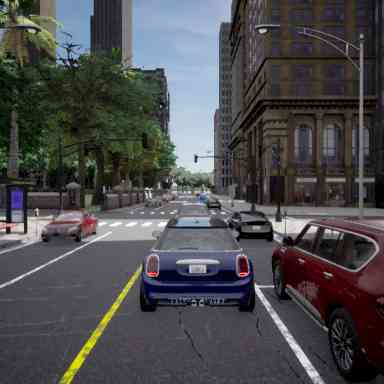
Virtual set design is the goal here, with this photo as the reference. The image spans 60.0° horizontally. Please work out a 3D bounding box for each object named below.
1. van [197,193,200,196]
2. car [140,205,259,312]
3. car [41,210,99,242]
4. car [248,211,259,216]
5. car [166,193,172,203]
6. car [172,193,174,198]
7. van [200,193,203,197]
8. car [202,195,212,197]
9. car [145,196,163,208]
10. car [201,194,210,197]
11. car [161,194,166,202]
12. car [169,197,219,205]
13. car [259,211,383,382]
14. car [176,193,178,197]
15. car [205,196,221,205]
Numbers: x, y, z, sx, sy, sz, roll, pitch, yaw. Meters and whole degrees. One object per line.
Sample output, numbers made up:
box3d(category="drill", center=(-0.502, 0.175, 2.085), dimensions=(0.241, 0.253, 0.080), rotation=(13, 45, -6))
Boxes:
box3d(category="van", center=(2.700, 1.282, 80.612), dimensions=(1.690, 1.788, 3.998), rotation=(0, 0, 0))
box3d(category="car", center=(0.097, 1.351, 7.880), dimensions=(2.097, 1.767, 4.553), rotation=(0, 0, 0))
box3d(category="car", center=(-5.778, 1.578, 16.244), dimensions=(1.802, 1.307, 4.206), rotation=(0, 0, 0))
box3d(category="car", center=(2.747, 1.562, 16.233), dimensions=(1.947, 1.339, 4.313), rotation=(0, 0, 0))
box3d(category="car", center=(-5.817, 1.396, 69.785), dimensions=(1.967, 1.590, 4.097), rotation=(0, 0, 0))
box3d(category="car", center=(-5.822, 1.263, 75.205), dimensions=(2.192, 1.841, 5.009), rotation=(0, 0, 0))
box3d(category="van", center=(2.715, 1.309, 58.931), dimensions=(1.690, 1.788, 3.998), rotation=(0, 0, 0))
box3d(category="car", center=(2.724, 1.544, 48.090), dimensions=(1.947, 1.339, 4.313), rotation=(0, 0, 0))
box3d(category="car", center=(-5.801, 1.528, 48.104), dimensions=(2.008, 1.369, 4.403), rotation=(0, 0, 0))
box3d(category="car", center=(2.720, 1.499, 53.680), dimensions=(1.752, 1.417, 4.829), rotation=(0, 0, 0))
box3d(category="car", center=(-5.806, 1.413, 53.524), dimensions=(1.967, 1.590, 4.097), rotation=(0, 0, 0))
box3d(category="car", center=(0.088, 1.348, 17.414), dimensions=(2.097, 1.767, 4.553), rotation=(0, 0, 0))
box3d(category="car", center=(2.754, 1.314, 5.382), dimensions=(2.192, 1.841, 5.009), rotation=(0, 0, 0))
box3d(category="car", center=(-5.833, 1.239, 91.466), dimensions=(2.192, 1.841, 5.009), rotation=(0, 0, 0))
box3d(category="car", center=(2.728, 1.547, 42.670), dimensions=(1.947, 1.339, 4.313), rotation=(0, 0, 0))
